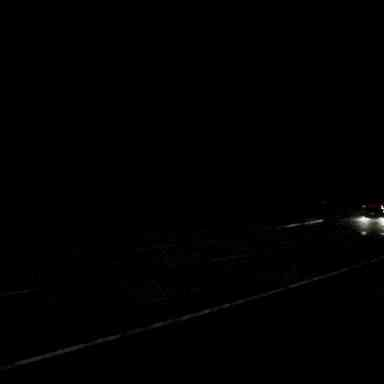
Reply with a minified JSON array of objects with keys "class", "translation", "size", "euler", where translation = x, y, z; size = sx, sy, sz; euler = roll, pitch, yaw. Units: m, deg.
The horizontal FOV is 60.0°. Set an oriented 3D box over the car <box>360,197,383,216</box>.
[{"class":"car","translation":[17.284,1.282,31.148],"size":[2.097,1.767,4.553],"euler":[-1,1,37]}]
